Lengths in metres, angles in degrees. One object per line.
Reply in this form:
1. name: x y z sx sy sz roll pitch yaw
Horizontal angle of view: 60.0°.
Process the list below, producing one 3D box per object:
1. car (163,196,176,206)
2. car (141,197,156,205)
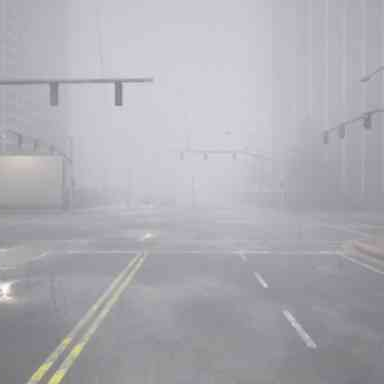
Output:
1. car: -3.585 1.433 53.950 2.033 1.411 5.357 0 0 0
2. car: -7.082 1.449 54.341 1.994 1.385 4.181 0 0 0
